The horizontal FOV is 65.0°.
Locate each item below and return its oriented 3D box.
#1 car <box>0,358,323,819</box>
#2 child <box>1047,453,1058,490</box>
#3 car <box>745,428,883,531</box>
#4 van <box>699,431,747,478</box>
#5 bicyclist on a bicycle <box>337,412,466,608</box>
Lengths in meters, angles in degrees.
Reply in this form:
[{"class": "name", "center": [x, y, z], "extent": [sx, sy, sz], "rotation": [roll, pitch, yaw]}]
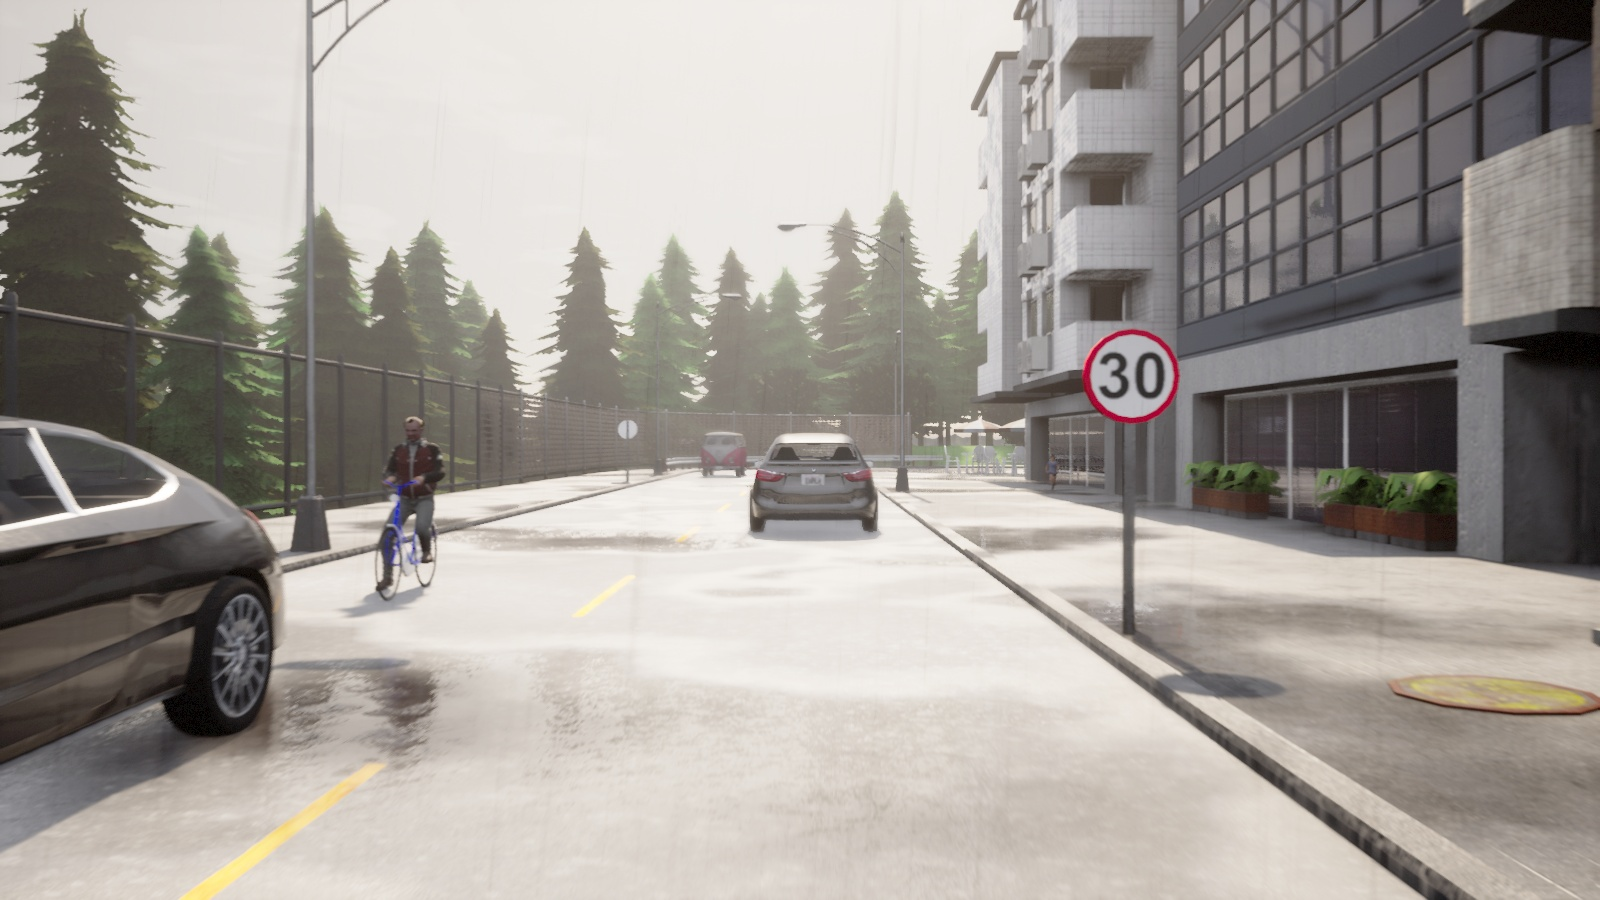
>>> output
[{"class": "car", "center": [-3.934, 0.494, 4.950], "extent": [2.152, 1.651, 5.027], "rotation": [0, 0, 1]}, {"class": "child", "center": [7.654, 0.644, 38.011], "extent": [0.255, 1.110, 0.394], "rotation": [0, 0, 0]}, {"class": "car", "center": [0.246, 0.463, 22.718], "extent": [2.242, 1.667, 4.611], "rotation": [0, 0, 1]}, {"class": "van", "center": [-3.404, 0.180, 56.141], "extent": [1.775, 1.987, 4.442], "rotation": [0, 0, 2]}, {"class": "bicyclist on a bicycle", "center": [-3.859, 0.544, 12.302], "extent": [0.659, 1.776, 1.843], "rotation": [0, 0, 1]}]
